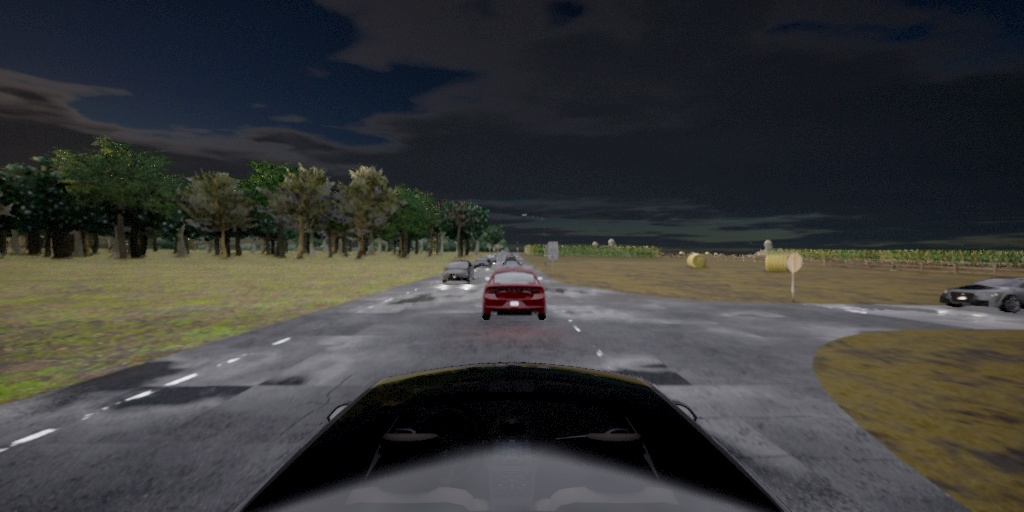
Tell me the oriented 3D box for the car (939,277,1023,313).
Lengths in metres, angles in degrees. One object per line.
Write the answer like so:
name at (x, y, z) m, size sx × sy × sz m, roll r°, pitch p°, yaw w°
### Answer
car at (20.768, 1.596, 14.963) m, size 4.181 × 1.385 × 1.994 m, roll 1°, pitch -1°, yaw 0°

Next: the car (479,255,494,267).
car at (-3.728, 0.853, 46.191) m, size 1.994 × 1.385 × 4.181 m, roll 0°, pitch 1°, yaw 0°

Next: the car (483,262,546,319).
car at (0.066, 1.147, 12.445) m, size 1.882 × 1.535 × 5.008 m, roll 0°, pitch 1°, yaw 0°

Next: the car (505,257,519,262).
car at (-0.007, 1.031, 33.485) m, size 1.994 × 1.385 × 4.181 m, roll 0°, pitch 1°, yaw 0°

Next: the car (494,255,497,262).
car at (-3.728, 0.496, 64.011) m, size 1.812 × 1.442 × 4.674 m, roll 0°, pitch 1°, yaw 0°

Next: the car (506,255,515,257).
car at (-0.208, 0.508, 62.055) m, size 1.837 × 1.490 × 4.892 m, roll 0°, pitch 1°, yaw 0°

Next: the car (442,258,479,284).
car at (-3.675, 1.065, 25.243) m, size 1.837 × 1.490 × 4.892 m, roll 0°, pitch 1°, yaw 0°
